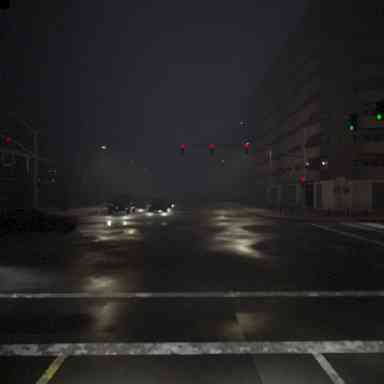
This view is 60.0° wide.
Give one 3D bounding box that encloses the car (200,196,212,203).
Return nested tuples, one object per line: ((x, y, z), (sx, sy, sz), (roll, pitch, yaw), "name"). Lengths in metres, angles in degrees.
((3.046, 1.513, 68.447), (1.994, 1.385, 4.181), (0, 0, 0), "car")

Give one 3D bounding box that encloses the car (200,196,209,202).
((2.979, 1.532, 78.391), (1.895, 1.301, 4.718), (0, 0, 0), "car")

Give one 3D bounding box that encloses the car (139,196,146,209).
((-7.386, 1.444, 45.076), (1.882, 1.535, 5.008), (0, 0, 0), "car")

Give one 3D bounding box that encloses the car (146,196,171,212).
((-3.839, 1.449, 38.627), (1.882, 1.535, 5.008), (0, 0, 0), "car")

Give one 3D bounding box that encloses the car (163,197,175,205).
((-3.961, 1.520, 58.130), (1.994, 1.385, 4.181), (0, 0, -1), "car")

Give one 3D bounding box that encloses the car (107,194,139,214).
((-7.317, 1.195, 35.073), (2.150, 2.045, 5.566), (0, 0, 0), "car")

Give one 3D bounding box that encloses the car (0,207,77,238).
((-8.515, 1.521, 17.400), (4.674, 1.442, 1.812), (0, 0, -21), "car")

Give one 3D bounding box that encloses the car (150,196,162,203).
((-7.457, 1.534, 68.938), (1.895, 1.301, 4.718), (0, 0, 0), "car")

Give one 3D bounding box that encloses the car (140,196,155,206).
((-7.447, 1.462, 55.747), (1.837, 1.490, 4.892), (0, 0, 0), "car")

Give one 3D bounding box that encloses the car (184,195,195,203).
((-0.451, 1.475, 68.026), (1.812, 1.442, 4.674), (0, 0, 0), "car")

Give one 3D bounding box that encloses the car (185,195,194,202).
((-0.521, 1.489, 78.336), (1.994, 1.385, 4.181), (0, 0, 0), "car")

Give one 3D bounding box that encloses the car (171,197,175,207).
((-3.902, 1.455, 48.114), (2.128, 1.511, 4.902), (0, 0, 0), "car")
